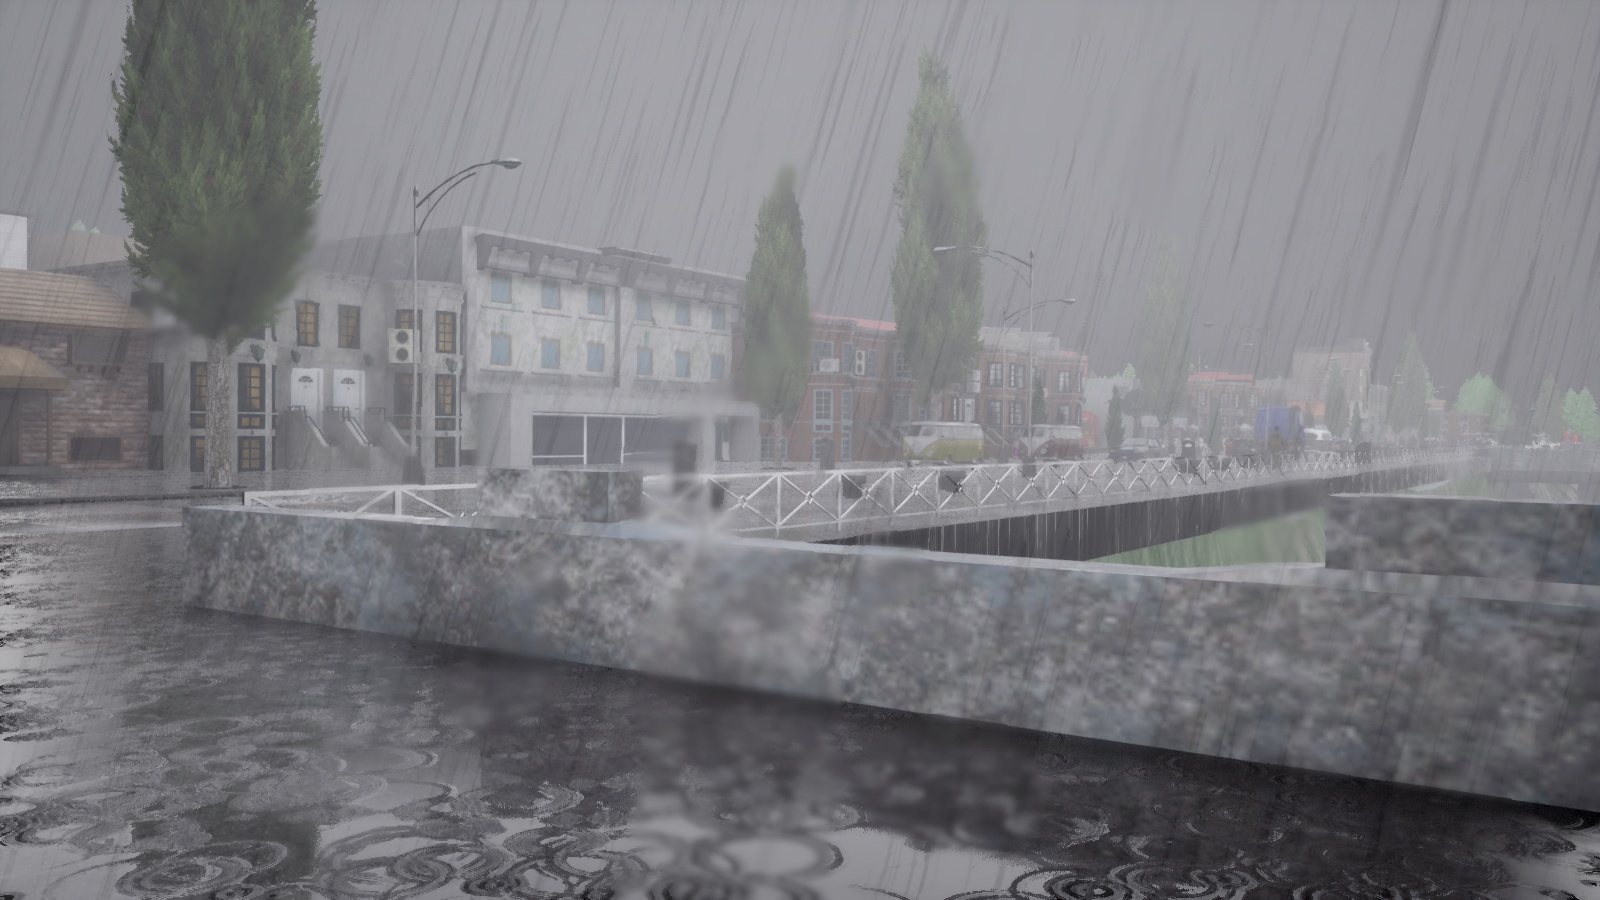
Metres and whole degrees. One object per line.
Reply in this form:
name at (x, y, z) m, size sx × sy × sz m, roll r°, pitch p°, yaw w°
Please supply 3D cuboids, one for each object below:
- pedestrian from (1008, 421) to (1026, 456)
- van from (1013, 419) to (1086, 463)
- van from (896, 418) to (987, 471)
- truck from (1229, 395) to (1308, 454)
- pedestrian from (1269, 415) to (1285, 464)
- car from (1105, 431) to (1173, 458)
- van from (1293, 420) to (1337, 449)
pedestrian at (12.369, -0.645, 71.586) m, size 0.659 × 1.952 × 0.873 m, roll 0°, pitch 1°, yaw 42°
van at (11.789, -0.430, 59.159) m, size 1.775 × 1.987 × 4.442 m, roll 0°, pitch 1°, yaw 34°
van at (5.685, -0.249, 49.958) m, size 1.775 × 1.987 × 4.442 m, roll 0°, pitch 1°, yaw 34°
truck at (29.356, -1.587, 78.404) m, size 2.891 × 3.462 × 7.936 m, roll 0°, pitch 1°, yaw 34°
pedestrian at (19.178, -0.422, 50.510) m, size 0.396 × 1.930 × 0.692 m, roll 0°, pitch 1°, yaw 37°
car at (18.905, -0.346, 69.885) m, size 2.033 × 1.411 × 5.357 m, roll 0°, pitch 1°, yaw 34°
van at (36.821, -1.103, 89.656) m, size 2.069 × 2.038 × 4.480 m, roll 0°, pitch 1°, yaw 34°
